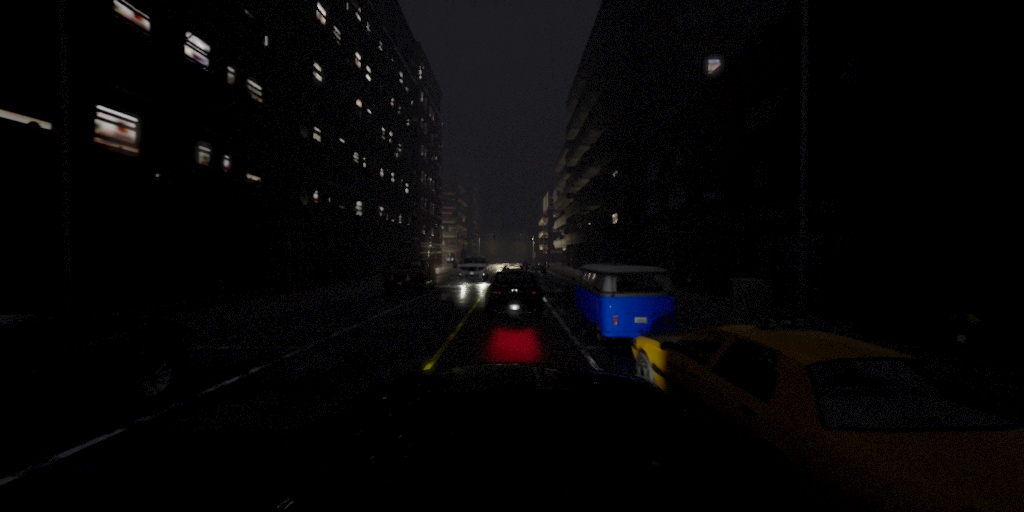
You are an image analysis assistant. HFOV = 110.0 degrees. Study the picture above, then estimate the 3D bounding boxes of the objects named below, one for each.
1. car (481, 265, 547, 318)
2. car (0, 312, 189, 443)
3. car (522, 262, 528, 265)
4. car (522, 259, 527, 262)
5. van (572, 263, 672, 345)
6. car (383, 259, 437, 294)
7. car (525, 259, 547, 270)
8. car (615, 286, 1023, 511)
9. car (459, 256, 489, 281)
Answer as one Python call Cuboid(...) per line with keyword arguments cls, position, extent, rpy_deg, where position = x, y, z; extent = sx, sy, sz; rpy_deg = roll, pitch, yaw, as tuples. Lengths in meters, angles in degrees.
Cuboid(cls="car", position=(0.088, 1.260, 13.047), extent=(1.837, 1.490, 4.892), rpy_deg=(0, 0, 0))
Cuboid(cls="car", position=(-5.691, 1.316, 3.617), extent=(1.948, 1.339, 4.313), rpy_deg=(0, 0, 0))
Cuboid(cls="car", position=(0.098, 1.367, 29.801), extent=(1.895, 1.301, 4.718), rpy_deg=(0, 0, 0))
Cuboid(cls="car", position=(2.696, 1.329, 49.090), extent=(1.888, 1.381, 4.507), rpy_deg=(0, 0, 0))
Cuboid(cls="van", position=(2.691, 1.094, 9.297), extent=(1.690, 1.789, 3.998), rpy_deg=(0, 0, 0))
Cuboid(cls="car", position=(-5.689, 1.074, 20.671), extent=(2.192, 1.841, 5.009), rpy_deg=(0, 0, 0))
Cuboid(cls="car", position=(2.694, 1.323, 37.719), extent=(2.007, 1.370, 4.403), rpy_deg=(0, 0, 0))
Cuboid(cls="car", position=(2.690, 1.276, 3.782), extent=(1.751, 1.417, 4.829), rpy_deg=(0, 0, 0))
Cuboid(cls="car", position=(-3.096, 0.991, 30.393), extent=(2.150, 2.045, 5.566), rpy_deg=(0, 0, 0))
